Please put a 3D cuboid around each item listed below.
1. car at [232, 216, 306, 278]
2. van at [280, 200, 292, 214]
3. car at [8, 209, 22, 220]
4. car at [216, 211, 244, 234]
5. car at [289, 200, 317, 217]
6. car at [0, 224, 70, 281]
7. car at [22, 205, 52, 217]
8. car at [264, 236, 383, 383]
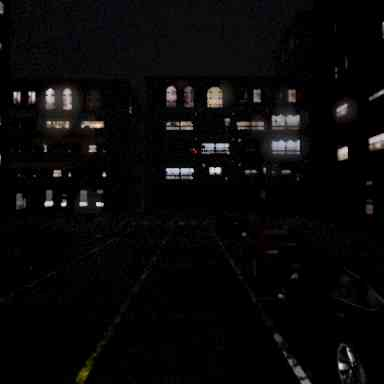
[{"bbox_3d":[2.570,1.700,10.480,1.887,1.381,4.507,1,-1,0],"label":"car"},{"bbox_3d":[13.073,1.912,41.184,3.998,1.788,1.690,0,-1,0],"label":"van"},{"bbox_3d":[-19.667,2.004,32.991,4.097,1.590,1.967,0,-1,0],"label":"car"},{"bbox_3d":[2.568,1.888,21.606,1.947,1.339,4.313,1,-1,0],"label":"car"},{"bbox_3d":[13.352,1.908,35.875,4.674,1.442,1.812,0,-1,0],"label":"car"},{"bbox_3d":[-5.277,1.719,10.453,1.947,1.339,4.313,1,-1,0],"label":"car"},{"bbox_3d":[-19.711,2.325,41.125,4.403,1.369,2.008,0,-1,0],"label":"car"},{"bbox_3d":[2.572,1.639,4.915,1.947,1.339,4.313,1,-1,0],"label":"car"}]
